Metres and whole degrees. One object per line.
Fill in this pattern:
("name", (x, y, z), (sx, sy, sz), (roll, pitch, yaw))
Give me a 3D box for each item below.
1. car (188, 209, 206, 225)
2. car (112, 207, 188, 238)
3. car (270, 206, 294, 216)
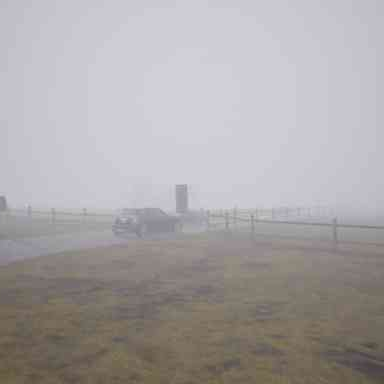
("car", (-0.916, 2.097, 27.573), (2.033, 1.411, 5.357), (-1, -2, 35))
("car", (-2.571, 1.697, 20.214), (2.097, 1.767, 4.553), (-1, -2, 35))
("car", (12.631, 2.671, 46.558), (1.895, 1.301, 4.718), (-1, -2, 36))
